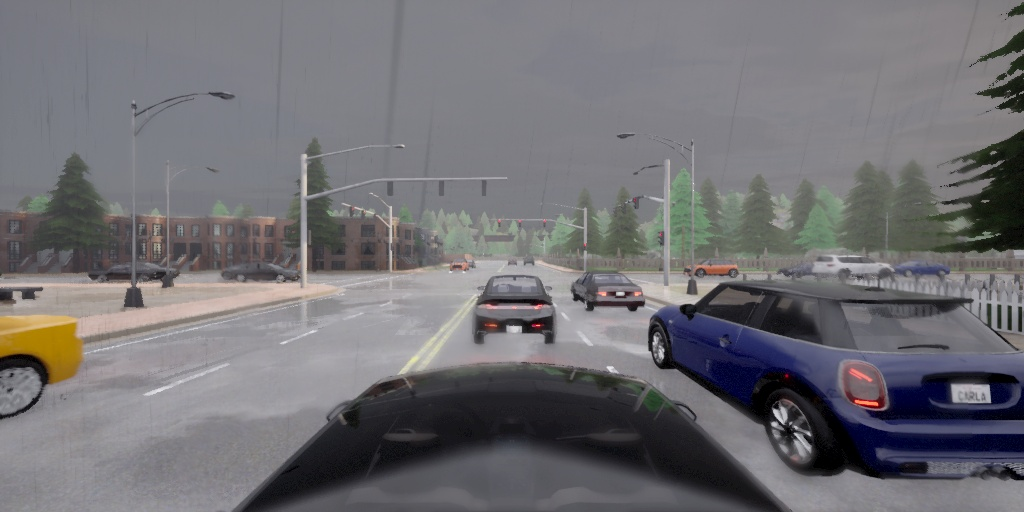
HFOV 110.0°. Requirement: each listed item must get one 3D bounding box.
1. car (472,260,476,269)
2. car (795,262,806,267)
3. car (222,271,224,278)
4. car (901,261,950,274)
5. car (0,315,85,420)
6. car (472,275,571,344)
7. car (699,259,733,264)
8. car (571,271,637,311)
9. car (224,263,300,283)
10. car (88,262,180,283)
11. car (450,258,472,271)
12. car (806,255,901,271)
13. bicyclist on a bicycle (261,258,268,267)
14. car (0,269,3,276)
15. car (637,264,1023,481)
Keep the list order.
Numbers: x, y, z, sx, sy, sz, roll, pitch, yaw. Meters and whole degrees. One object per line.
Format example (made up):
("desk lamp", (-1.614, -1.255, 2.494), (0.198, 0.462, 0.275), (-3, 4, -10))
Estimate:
("car", (-7.013, 1.276, 58.250), (1.812, 1.442, 4.674), (0, 0, 1))
("car", (28.274, 1.297, 33.925), (5.357, 1.411, 2.033), (0, 0, 1))
("car", (-22.148, 1.314, 30.620), (4.181, 1.385, 1.994), (0, 0, -1))
("car", (38.152, 1.228, 33.897), (5.008, 1.535, 1.882), (0, 0, 0))
("car", (-7.081, 1.227, 2.968), (1.882, 1.535, 5.008), (0, 0, 0))
("car", (0.073, 1.242, 9.528), (2.128, 1.511, 4.902), (0, 0, 1))
("car", (18.749, 1.102, 33.950), (4.553, 1.767, 2.097), (0, 0, 0))
("car", (3.600, 1.297, 14.356), (2.033, 1.411, 5.357), (0, 0, 0))
("car", (-18.465, 1.255, 27.188), (4.892, 1.490, 1.837), (0, 0, -1))
("car", (-28.474, 1.351, 26.994), (4.718, 1.301, 1.895), (0, 0, -3))
("car", (-7.036, 1.102, 48.317), (2.097, 1.767, 4.553), (0, 0, 0))
("car", (28.660, 0.971, 30.228), (5.566, 2.045, 2.150), (0, 0, 0))
("bicyclist on a bicycle", (-28.766, 1.053, 41.635), (0.582, 1.620, 1.656), (0, 0, -1))
("car", (-43.620, 0.974, 27.405), (5.566, 2.045, 2.150), (0, 0, -22))
("car", (3.606, 1.102, 4.938), (2.097, 1.767, 4.553), (0, 0, 0))
